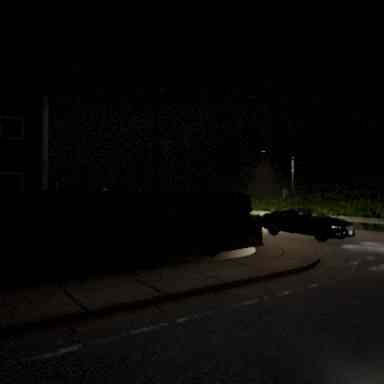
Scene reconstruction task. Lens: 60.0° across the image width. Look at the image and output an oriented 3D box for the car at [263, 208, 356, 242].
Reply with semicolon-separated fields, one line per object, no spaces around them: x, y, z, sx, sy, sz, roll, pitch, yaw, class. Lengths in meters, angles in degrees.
5.835;1.586;17.183;2.128;1.511;4.902;0;0;-35;car
